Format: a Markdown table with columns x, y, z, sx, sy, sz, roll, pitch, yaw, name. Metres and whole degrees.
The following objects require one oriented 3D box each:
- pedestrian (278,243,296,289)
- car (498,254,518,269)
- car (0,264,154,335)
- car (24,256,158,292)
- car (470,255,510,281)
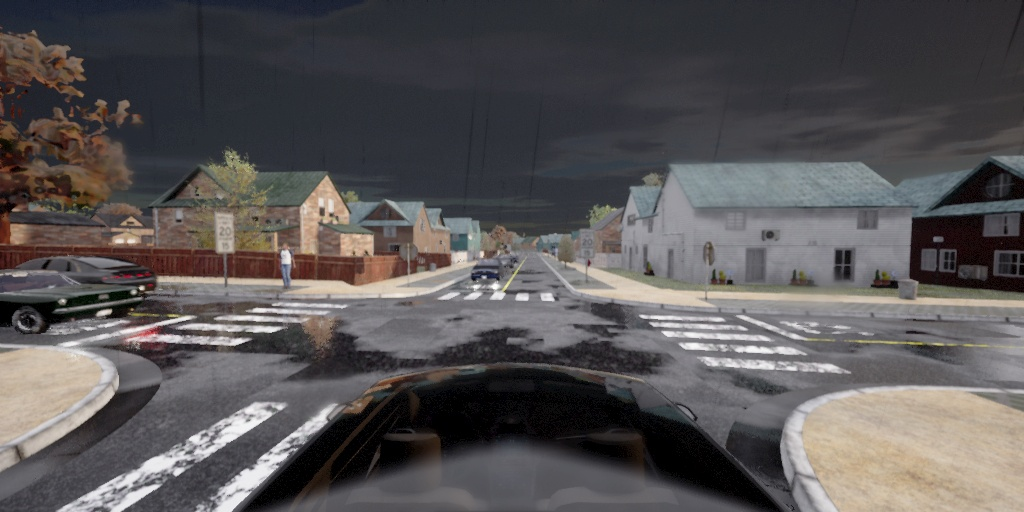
| x | y | z | sx | sy | sz | roll | pitch | yaw | name |
| --- | --- | --- | --- | --- | --- | --- | --- | --- | --- |
| -8.918 | 0.364 | 14.221 | 0.375 | 1.860 | 0.375 | 0 | 1 | 4 | pedestrian |
| -0.778 | 0.526 | 37.042 | 2.128 | 1.511 | 4.902 | 0 | 1 | 3 | car |
| -12.001 | 1.010 | 8.679 | 4.718 | 1.301 | 1.895 | 1 | 3 | 2 | car |
| -14.311 | 0.739 | 11.618 | 4.892 | 1.490 | 1.837 | 1 | 3 | 5 | car |
| -1.512 | 0.846 | 24.117 | 2.033 | 1.411 | 5.357 | 0 | 1 | 3 | car |
